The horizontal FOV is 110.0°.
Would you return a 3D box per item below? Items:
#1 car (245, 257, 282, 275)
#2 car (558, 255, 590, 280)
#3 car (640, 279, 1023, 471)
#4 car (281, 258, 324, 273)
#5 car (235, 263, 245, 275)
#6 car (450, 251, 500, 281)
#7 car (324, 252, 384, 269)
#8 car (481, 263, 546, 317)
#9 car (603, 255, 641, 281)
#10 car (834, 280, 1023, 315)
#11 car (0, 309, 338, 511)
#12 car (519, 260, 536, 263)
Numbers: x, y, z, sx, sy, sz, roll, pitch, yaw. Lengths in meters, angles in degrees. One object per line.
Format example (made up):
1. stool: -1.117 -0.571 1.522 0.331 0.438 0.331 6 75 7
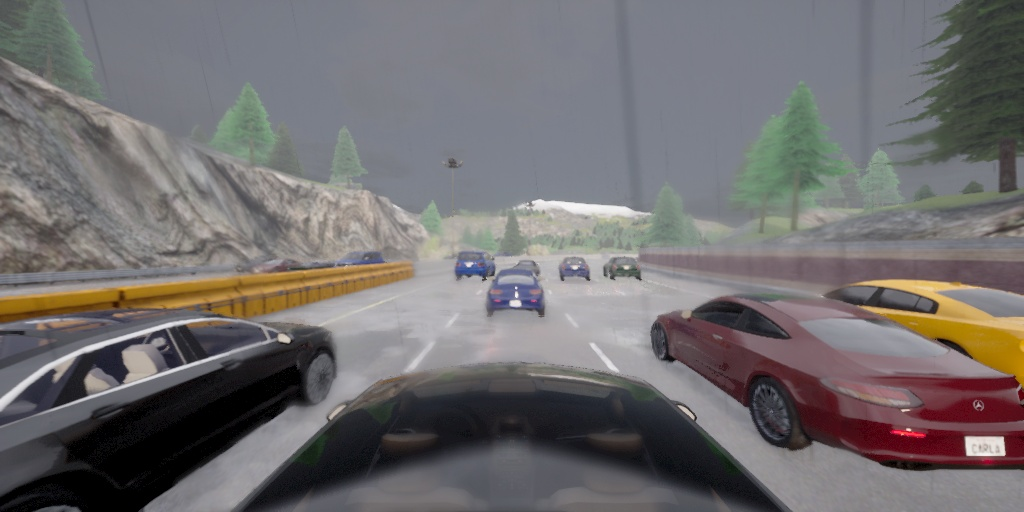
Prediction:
1. car: -19.817 0.945 30.659 1.812 1.442 4.674 0 1 8
2. car: 4.579 0.809 26.766 2.097 1.767 4.553 0 1 6
3. car: 3.586 1.236 5.012 1.812 1.442 4.674 0 1 0
4. car: -16.408 1.028 29.932 1.895 1.301 4.718 0 1 7
5. car: -23.009 0.896 33.190 1.837 1.490 4.892 0 1 8
6. car: -2.558 0.687 26.154 2.150 2.045 5.566 0 1 6
7. car: -12.840 0.643 30.254 2.150 2.045 5.566 0 1 7
8. car: 0.153 1.151 12.447 1.812 1.442 4.674 0 1 1
9. car: 8.100 0.808 26.749 2.097 1.767 4.553 0 1 6
10. car: 7.098 1.169 6.564 1.882 1.535 5.008 0 1 0
11. car: -3.415 1.225 3.228 2.128 1.511 4.902 0 1 0
12. car: 1.174 1.010 27.766 1.994 1.385 4.181 0 1 7
